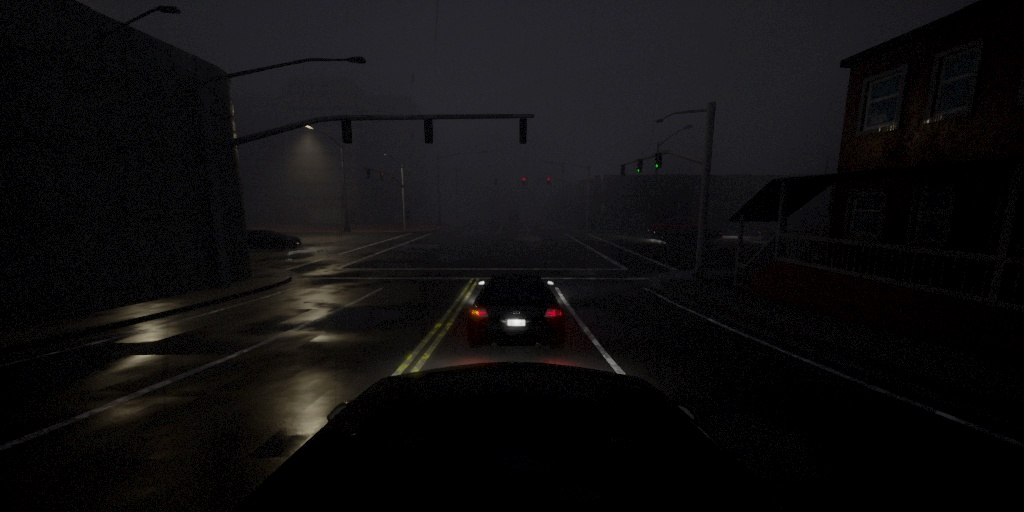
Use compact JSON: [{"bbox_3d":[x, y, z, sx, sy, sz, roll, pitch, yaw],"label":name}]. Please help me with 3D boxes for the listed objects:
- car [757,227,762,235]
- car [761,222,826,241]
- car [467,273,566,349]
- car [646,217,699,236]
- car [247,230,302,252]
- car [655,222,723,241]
[{"bbox_3d":[28.176,-2.733,37.218,4.902,1.511,2.128,0,8,0],"label":"car"},{"bbox_3d":[26.959,-2.238,33.764,5.008,1.535,1.882,0,8,0],"label":"car"},{"bbox_3d":[0.098,1.092,8.671,1.994,1.385,4.181,0,3,0],"label":"car"},{"bbox_3d":[16.997,-3.006,37.263,5.566,2.045,2.150,0,8,0],"label":"car"},{"bbox_3d":[-18.532,-1.180,26.955,4.892,1.490,1.837,0,8,1],"label":"car"},{"bbox_3d":[16.862,-2.174,33.849,5.357,1.411,2.033,0,8,0],"label":"car"}]
